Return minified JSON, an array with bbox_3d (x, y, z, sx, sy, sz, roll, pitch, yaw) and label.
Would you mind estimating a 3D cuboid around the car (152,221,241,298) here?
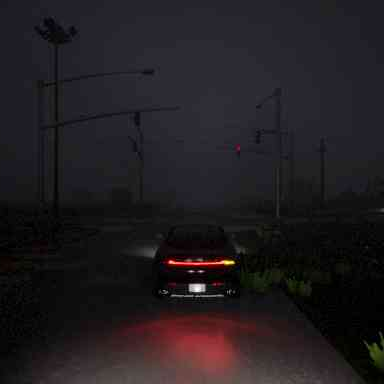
[{"bbox_3d":[0.096,1.505,8.499,1.837,1.490,4.892,0,0,0],"label":"car"}]
